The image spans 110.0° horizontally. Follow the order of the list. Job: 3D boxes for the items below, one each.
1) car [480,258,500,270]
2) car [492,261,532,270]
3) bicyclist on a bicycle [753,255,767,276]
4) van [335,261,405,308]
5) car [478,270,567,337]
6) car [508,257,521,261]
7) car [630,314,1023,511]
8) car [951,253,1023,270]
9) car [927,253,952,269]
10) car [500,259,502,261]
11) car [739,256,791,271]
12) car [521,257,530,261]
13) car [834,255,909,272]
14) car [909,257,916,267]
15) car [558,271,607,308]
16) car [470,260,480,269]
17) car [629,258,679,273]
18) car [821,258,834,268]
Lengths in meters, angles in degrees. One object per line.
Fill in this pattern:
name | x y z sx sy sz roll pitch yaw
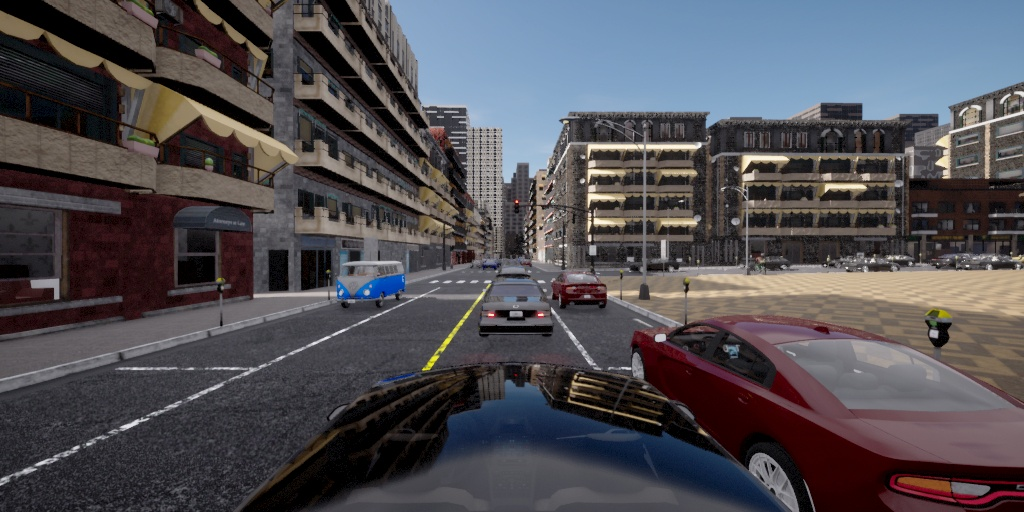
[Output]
car | -3.201 1.243 52.616 1.882 1.535 5.008 0 0 0
car | 0.061 1.229 20.090 1.882 1.535 5.008 0 0 0
bicyclist on a bicycle | 20.186 0.771 29.247 0.582 1.620 1.656 -1 0 -1
van | -5.720 1.091 14.871 1.690 1.789 3.998 0 0 0
car | 0.083 1.297 10.261 2.033 1.411 5.357 0 0 0
car | -0.035 1.264 60.871 2.128 1.511 4.902 0 0 0
car | 2.685 1.295 3.836 1.888 1.381 4.507 0 0 0
car | 43.548 0.631 32.581 4.403 1.370 2.007 0 0 -1
car | 44.309 0.538 35.231 4.902 1.511 2.128 -1 0 0
car | -3.201 1.125 61.776 2.097 1.767 4.553 0 0 0
car | 26.789 0.798 38.093 4.892 1.490 1.837 -1 0 -1
car | 2.555 1.215 63.887 1.967 1.591 4.097 0 0 0
car | 32.412 0.805 32.400 4.403 1.370 2.007 0 0 -1
car | 43.412 0.564 40.961 4.403 1.370 2.007 0 0 -1
car | 2.661 1.295 14.888 1.888 1.381 4.507 0 0 0
car | -5.813 1.321 58.346 2.007 1.370 4.403 0 0 0
car | 14.985 0.958 37.904 5.008 1.535 1.882 -1 0 -1
car | 37.844 0.666 40.870 4.313 1.339 1.948 0 0 -1
